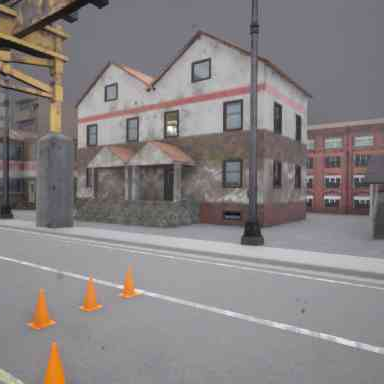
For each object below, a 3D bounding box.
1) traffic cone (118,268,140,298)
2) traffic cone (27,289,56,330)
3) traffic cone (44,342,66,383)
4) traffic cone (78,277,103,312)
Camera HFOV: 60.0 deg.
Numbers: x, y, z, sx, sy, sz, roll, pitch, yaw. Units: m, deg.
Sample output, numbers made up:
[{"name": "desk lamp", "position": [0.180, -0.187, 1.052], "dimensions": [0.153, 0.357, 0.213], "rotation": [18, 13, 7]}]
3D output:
[{"name": "traffic cone", "position": [-1.375, 1.949, 7.251], "dimensions": [0.340, 0.580, 0.340], "rotation": [0, 0, 36]}, {"name": "traffic cone", "position": [-2.546, 1.949, 5.630], "dimensions": [0.340, 0.580, 0.340], "rotation": [0, 0, 36]}, {"name": "traffic cone", "position": [-1.509, 1.952, 3.648], "dimensions": [0.340, 0.580, 0.340], "rotation": [0, 0, 36]}, {"name": "traffic cone", "position": [-1.960, 1.949, 6.441], "dimensions": [0.340, 0.580, 0.340], "rotation": [0, 0, 36]}]
